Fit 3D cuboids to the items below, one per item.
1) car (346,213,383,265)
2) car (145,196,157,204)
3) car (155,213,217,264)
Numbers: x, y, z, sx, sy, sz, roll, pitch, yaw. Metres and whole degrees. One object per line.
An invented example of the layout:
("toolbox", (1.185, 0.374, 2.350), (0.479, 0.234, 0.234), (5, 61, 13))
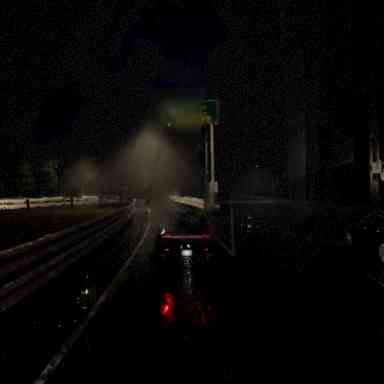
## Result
("car", (6.777, 1.436, 11.217), (1.837, 1.490, 4.892), (-1, 0, 7))
("car", (-7.385, 1.432, 60.841), (1.837, 1.490, 4.892), (-1, 0, -9))
("car", (-0.262, 1.477, 11.713), (2.128, 1.511, 4.902), (0, 0, -3))
